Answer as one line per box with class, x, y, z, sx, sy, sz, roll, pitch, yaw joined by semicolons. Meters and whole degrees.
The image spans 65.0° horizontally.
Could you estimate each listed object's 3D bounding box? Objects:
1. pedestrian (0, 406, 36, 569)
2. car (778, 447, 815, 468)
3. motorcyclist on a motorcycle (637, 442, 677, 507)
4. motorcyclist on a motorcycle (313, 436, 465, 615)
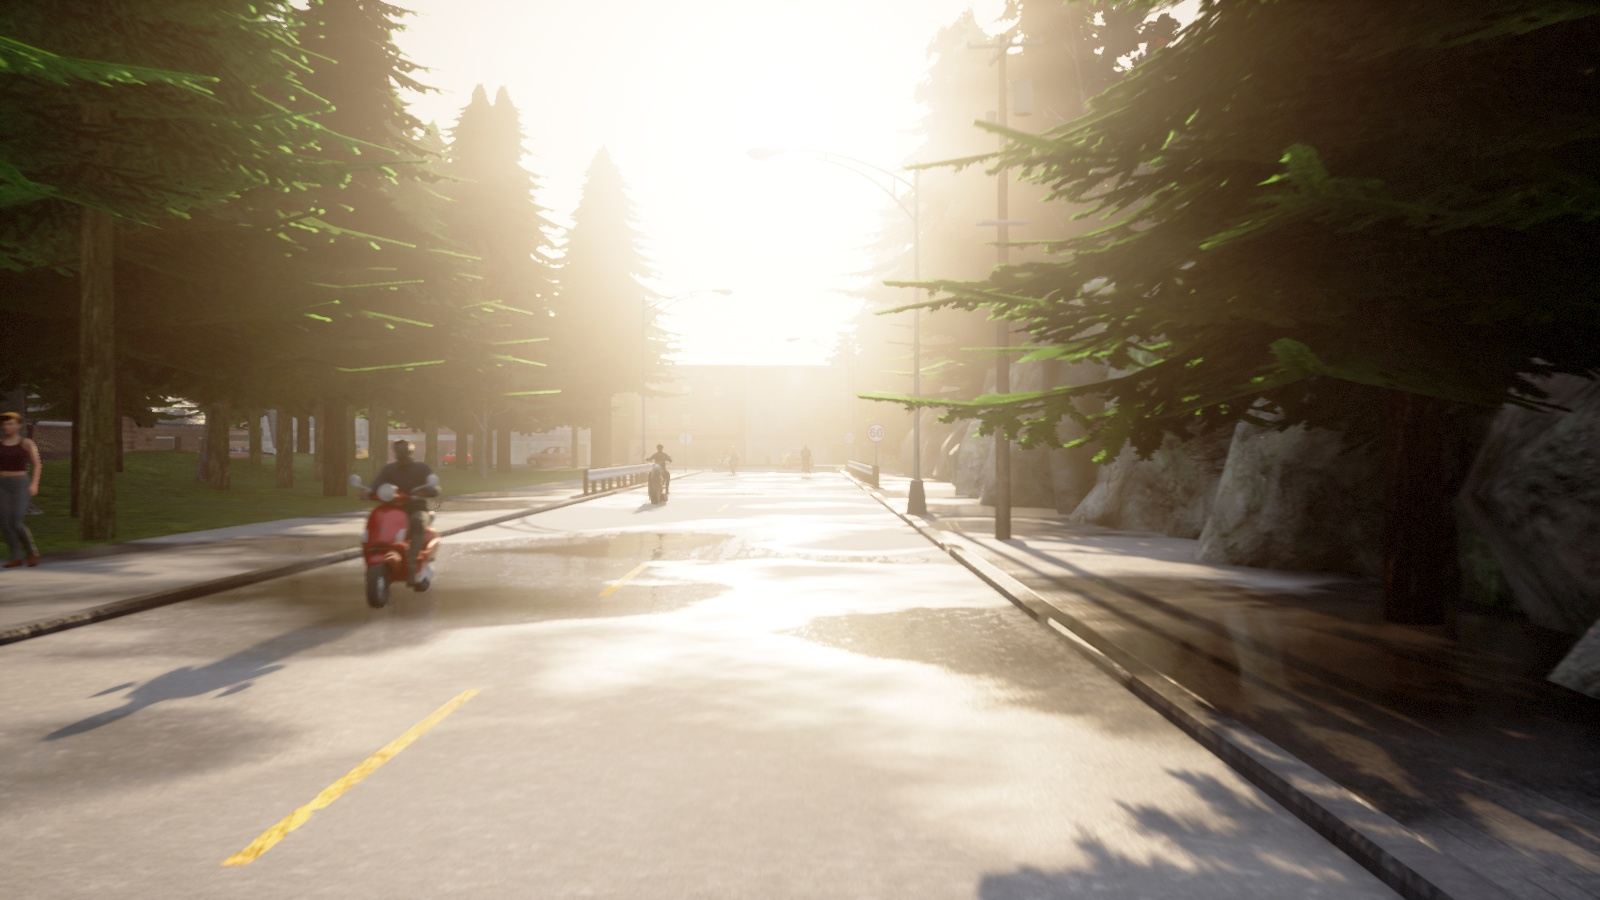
pedestrian;-9.121;0.420;14.414;0.345;1.836;0.594;0;0;0
car;-0.243;0.532;89.190;1.970;1.475;3.806;0;0;-11
motorcyclist on a motorcycle;-3.789;0.626;33.421;0.766;1.649;2.350;0;0;0
motorcyclist on a motorcycle;-3.914;0.673;12.119;0.866;1.590;1.817;0;0;0
